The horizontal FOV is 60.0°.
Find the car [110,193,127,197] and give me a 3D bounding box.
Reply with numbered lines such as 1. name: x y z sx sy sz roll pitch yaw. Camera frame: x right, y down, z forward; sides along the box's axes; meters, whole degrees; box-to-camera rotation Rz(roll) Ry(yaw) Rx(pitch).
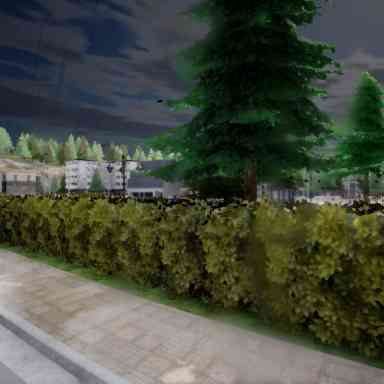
1. car: -10.575 1.381 52.759 1.970 1.475 3.806 0 0 43

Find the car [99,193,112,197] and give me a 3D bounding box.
1. car: -16.694 1.093 68.980 1.932 1.855 4.605 0 0 43

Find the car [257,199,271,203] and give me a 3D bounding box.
1. car: 9.635 1.351 44.226 2.097 1.767 4.553 0 0 43

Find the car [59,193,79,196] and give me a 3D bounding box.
1. car: -28.369 1.149 79.486 2.152 1.636 5.027 0 0 43

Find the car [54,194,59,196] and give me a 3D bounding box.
1. car: -33.247 1.227 83.668 1.970 1.475 3.806 0 0 43

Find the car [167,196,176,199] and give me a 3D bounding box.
1. car: -3.306 1.371 56.091 1.845 1.501 3.633 0 0 43
